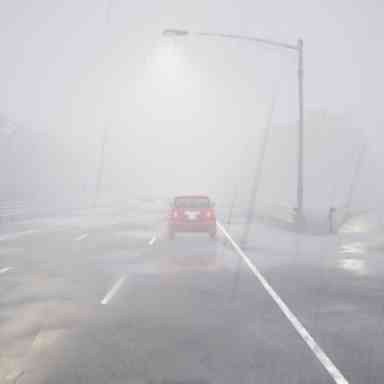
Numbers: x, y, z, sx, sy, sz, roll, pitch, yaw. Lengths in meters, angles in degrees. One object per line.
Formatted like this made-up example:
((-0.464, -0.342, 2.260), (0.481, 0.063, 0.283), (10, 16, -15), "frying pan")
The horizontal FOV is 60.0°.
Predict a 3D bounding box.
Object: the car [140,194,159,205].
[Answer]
((-6.983, 1.067, 53.015), (2.097, 1.767, 4.553), (0, 0, 0), "car")

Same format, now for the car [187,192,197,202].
((0.040, 0.996, 67.267), (2.097, 1.767, 4.553), (0, 0, 1), "car")

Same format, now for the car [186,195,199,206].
((0.000, 1.254, 49.850), (1.812, 1.442, 4.674), (0, 0, -1), "car")

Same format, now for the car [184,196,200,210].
((0.012, 1.246, 40.081), (1.882, 1.535, 5.008), (0, 0, 0), "car")

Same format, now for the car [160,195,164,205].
((-3.483, 1.194, 52.627), (1.882, 1.535, 5.008), (0, 0, 0), "car")

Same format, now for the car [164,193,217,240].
((0.006, 1.108, 16.515), (2.150, 2.045, 5.566), (0, 0, 0), "car")

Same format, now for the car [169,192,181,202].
((-3.459, 0.995, 67.238), (2.097, 1.767, 4.553), (0, 0, 1), "car")
